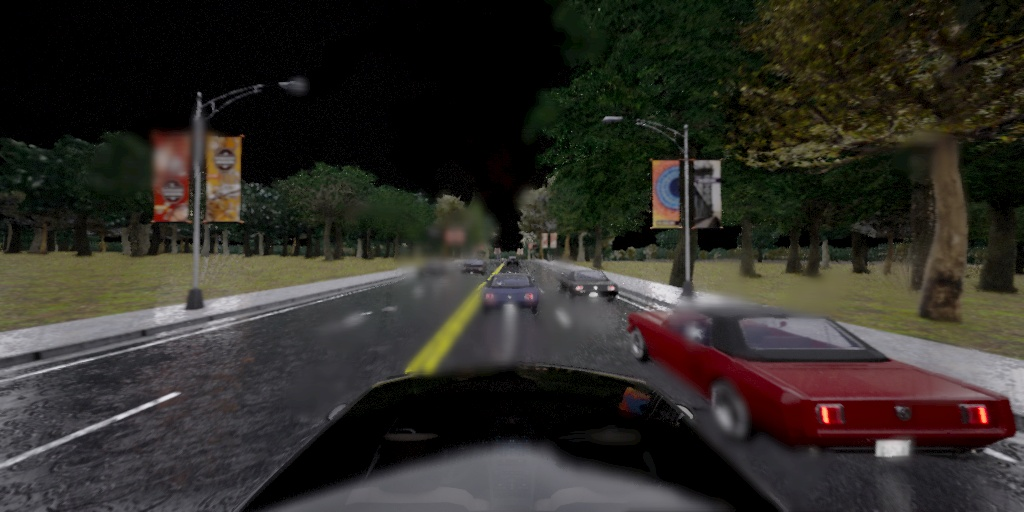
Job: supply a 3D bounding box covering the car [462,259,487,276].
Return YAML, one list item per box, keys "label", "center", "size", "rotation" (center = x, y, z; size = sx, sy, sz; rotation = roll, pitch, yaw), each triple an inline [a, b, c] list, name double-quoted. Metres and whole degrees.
- label: "car"
  center: [-3.299, 1.015, 32.954]
  size: [2.033, 1.411, 5.357]
  rotation: [0, 1, 0]

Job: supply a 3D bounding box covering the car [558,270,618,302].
- label: "car"
  center: [3.257, 1.257, 16.273]
  size: [1.895, 1.301, 4.718]
  rotation: [0, 1, 0]

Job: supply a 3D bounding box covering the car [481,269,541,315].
- label: "car"
  center: [-0.021, 1.292, 13.379]
  size: [1.895, 1.301, 4.718]
  rotation: [0, 1, 0]

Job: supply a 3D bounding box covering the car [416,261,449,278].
- label: "car"
  center: [-6.568, 1.101, 29.941]
  size: [1.895, 1.301, 4.718]
  rotation: [0, 1, 0]

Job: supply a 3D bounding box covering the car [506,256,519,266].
- label: "car"
  center: [0.124, 0.761, 57.178]
  size: [1.837, 1.490, 4.892]
  rotation: [0, 0, 0]

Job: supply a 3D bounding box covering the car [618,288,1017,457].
- label: "car"
  center: [3.252, 1.351, 5.274]
  size: [1.895, 1.301, 4.718]
  rotation: [0, 0, 0]
